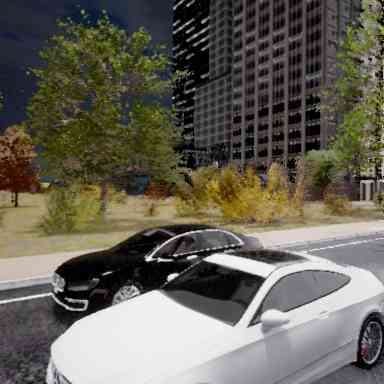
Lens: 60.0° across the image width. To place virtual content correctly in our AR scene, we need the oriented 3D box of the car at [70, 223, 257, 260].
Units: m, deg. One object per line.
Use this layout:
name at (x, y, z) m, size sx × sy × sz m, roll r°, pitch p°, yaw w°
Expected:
car at (-0.452, 1.505, 7.353) m, size 4.892 × 1.490 × 1.837 m, roll 0°, pitch 0°, yaw -35°

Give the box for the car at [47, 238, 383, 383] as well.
car at (0.712, 1.526, 4.192) m, size 4.674 × 1.442 × 1.812 m, roll 0°, pitch 0°, yaw -35°
